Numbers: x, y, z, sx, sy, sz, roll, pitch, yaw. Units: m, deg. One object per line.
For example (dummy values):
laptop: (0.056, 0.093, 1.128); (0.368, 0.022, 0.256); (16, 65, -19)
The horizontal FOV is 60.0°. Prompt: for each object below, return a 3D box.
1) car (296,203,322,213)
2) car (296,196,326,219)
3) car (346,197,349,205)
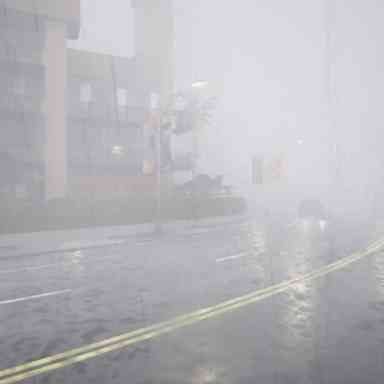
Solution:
car: (17.413, 2.363, 49.789); (1.895, 1.301, 4.718); (0, -1, -6)
car: (12.911, 1.773, 36.107); (2.150, 2.045, 5.566); (0, -1, 11)
car: (40.012, 2.575, 83.213); (1.816, 1.474, 4.193); (0, -1, -23)
